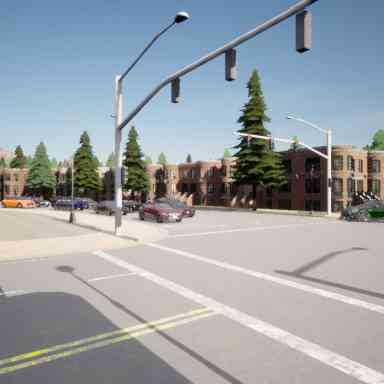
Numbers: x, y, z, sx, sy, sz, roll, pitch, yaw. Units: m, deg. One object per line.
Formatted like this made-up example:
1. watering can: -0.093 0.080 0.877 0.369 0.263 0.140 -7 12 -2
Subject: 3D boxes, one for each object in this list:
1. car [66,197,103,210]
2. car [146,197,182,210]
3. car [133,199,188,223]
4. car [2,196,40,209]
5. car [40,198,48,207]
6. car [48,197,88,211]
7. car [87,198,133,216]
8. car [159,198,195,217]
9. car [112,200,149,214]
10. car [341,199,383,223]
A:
1. car: -14.256 1.492 43.852 4.902 1.511 2.128 0 0 36
2. car: -3.725 1.491 44.186 2.128 1.511 4.902 0 0 -44
3. car: -2.543 1.526 25.566 1.812 1.442 4.674 0 0 -35
4. car: -23.615 1.352 45.436 4.553 1.767 2.097 0 0 25
5. car: -23.202 1.492 49.116 4.902 1.511 2.128 0 0 23
6. car: -14.898 1.601 40.030 4.718 1.301 1.895 0 0 38
7. car: -8.215 1.547 33.250 2.033 1.411 5.357 0 0 -38
8. car: -1.553 1.564 30.084 1.994 1.385 4.181 0 0 -37
9. car: -6.908 1.601 37.017 1.895 1.301 4.718 0 0 -41
10. car: 13.742 1.351 25.101 4.553 1.767 2.097 0 0 -2
